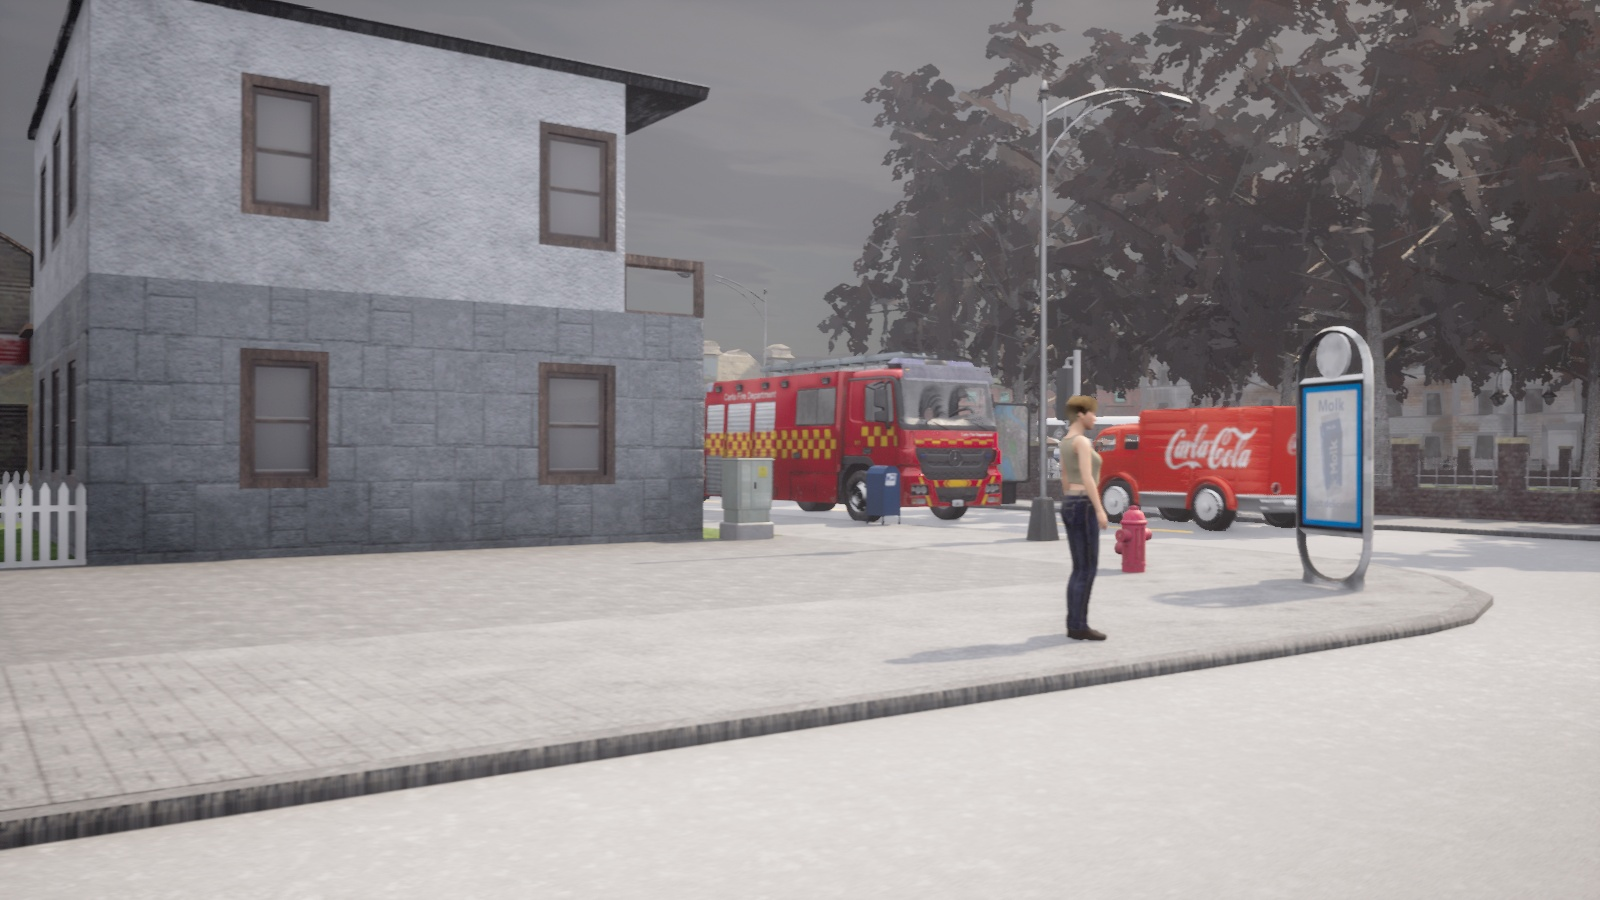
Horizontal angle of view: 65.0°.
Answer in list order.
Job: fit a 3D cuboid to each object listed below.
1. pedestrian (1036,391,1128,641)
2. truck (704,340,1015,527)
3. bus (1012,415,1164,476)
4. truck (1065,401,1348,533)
[{"bbox_3d":[2.110,0.484,9.418,0.594,1.836,0.345,0,0,-3],"label":"pedestrian"},{"bbox_3d":[1.090,-0.322,29.965,2.891,3.827,8.468,0,0,-34],"label":"truck"},{"bbox_3d":[20.974,-0.354,91.946,10.273,4.253,3.944,0,0,44],"label":"bus"},{"bbox_3d":[8.371,0.338,26.414,2.627,2.467,5.204,0,0,-32],"label":"truck"}]
